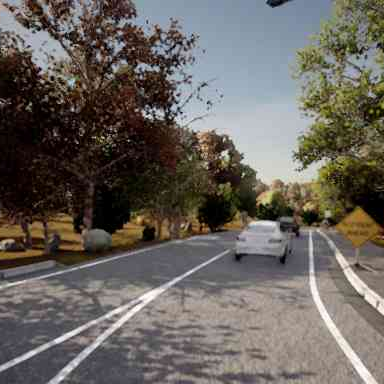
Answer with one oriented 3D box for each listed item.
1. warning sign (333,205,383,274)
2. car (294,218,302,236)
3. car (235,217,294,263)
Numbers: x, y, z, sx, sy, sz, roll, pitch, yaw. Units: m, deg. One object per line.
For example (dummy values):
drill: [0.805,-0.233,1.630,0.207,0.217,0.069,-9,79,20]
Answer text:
warning sign: [5.041,1.369,10.098,1.300,1.860,1.060,2,0,19]
car: [7.936,2.841,27.506,1.837,1.490,4.892,0,-5,20]
car: [2.955,1.886,13.413,1.812,1.442,4.674,0,-2,20]
